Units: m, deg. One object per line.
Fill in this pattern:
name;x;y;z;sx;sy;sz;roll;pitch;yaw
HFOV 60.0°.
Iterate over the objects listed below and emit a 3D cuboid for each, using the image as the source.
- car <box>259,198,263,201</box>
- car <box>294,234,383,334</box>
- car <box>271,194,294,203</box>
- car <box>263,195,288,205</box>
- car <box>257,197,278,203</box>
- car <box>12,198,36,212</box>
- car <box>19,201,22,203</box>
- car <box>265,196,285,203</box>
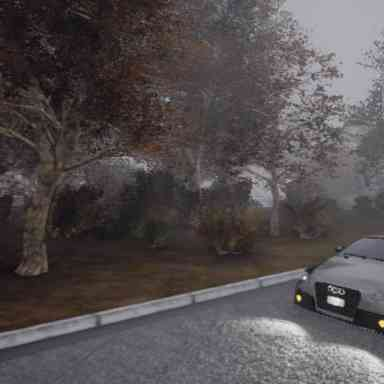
car;14.655;1.956;81.468;2.097;1.535;5.008;0;0;-36
car;3.923;1.570;6.491;4.181;1.385;1.994;0;0;-36
car;23.794;1.665;87.964;2.435;2.045;5.566;0;0;-36
car;17.989;1.736;67.801;2.435;2.045;5.566;0;0;-36
car;19.202;1.962;84.750;2.163;1.488;4.792;0;0;-36
car;-26.398;1.997;52.133;2.435;2.045;5.566;0;0;-36
car;-20.554;2.011;40.162;2.435;2.045;5.566;0;0;-36
car;21.492;1.925;86.358;2.231;1.521;4.892;0;0;-36
